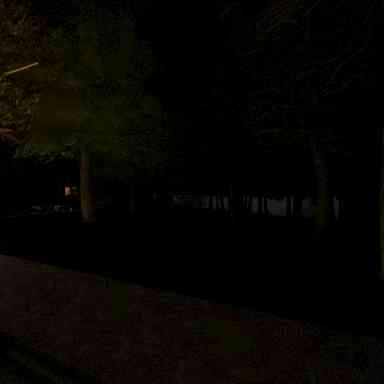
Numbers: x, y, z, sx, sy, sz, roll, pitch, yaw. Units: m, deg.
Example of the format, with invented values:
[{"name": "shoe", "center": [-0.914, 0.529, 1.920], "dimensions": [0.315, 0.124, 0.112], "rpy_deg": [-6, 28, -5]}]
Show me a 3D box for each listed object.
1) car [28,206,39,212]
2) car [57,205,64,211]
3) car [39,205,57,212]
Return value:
[{"name": "car", "center": [-36.794, 4.001, 77.956], "dimensions": [2.033, 1.411, 5.357], "rpy_deg": [0, -2, -9]}, {"name": "car", "center": [-35.087, 4.239, 87.486], "dimensions": [2.128, 1.511, 4.902], "rpy_deg": [0, -2, -9]}, {"name": "car", "center": [-33.375, 3.887, 77.202], "dimensions": [1.837, 1.490, 4.892], "rpy_deg": [0, -2, -9]}]
